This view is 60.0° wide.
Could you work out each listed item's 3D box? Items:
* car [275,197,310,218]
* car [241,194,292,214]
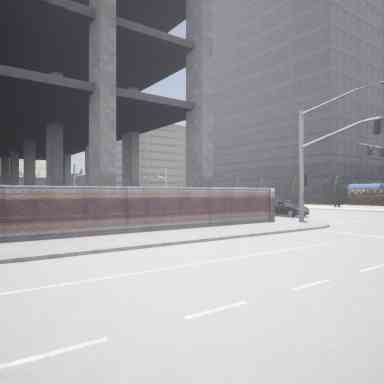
[{"bbox_3d":[8.522,1.505,30.851,1.837,1.490,4.892,0,0,-35],"label":"car"},{"bbox_3d":[8.195,1.221,37.309,2.150,2.045,5.566,0,0,-36],"label":"car"}]
